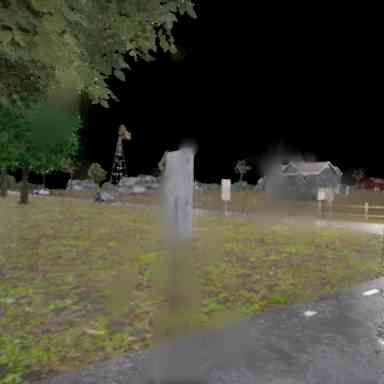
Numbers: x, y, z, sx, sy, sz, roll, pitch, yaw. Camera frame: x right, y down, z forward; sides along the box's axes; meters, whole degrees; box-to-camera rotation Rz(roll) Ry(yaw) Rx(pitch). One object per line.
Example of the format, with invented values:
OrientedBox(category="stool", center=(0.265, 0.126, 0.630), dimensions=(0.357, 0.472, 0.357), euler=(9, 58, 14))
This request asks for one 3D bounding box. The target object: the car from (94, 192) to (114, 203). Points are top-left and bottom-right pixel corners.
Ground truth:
OrientedBox(category="car", center=(-14.361, 0.828, 54.266), dimensions=(2.097, 1.767, 4.553), euler=(2, -1, -36))
